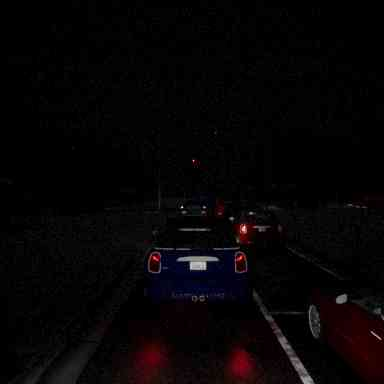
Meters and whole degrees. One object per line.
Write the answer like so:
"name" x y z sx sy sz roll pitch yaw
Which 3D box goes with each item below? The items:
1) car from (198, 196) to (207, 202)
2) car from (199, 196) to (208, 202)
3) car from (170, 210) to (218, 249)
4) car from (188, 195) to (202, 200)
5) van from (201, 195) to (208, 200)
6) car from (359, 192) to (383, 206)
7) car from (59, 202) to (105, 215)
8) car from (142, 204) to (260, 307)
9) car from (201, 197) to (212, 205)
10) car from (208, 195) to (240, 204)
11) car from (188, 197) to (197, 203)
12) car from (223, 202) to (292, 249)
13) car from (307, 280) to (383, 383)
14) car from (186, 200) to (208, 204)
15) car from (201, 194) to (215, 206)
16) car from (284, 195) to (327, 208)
"car" 2.637 1.664 83.985 1.887 1.381 4.507 -1 0 0
"car" 2.636 1.654 78.579 2.008 1.369 4.403 -1 0 0
"car" 0.096 1.602 15.465 1.895 1.301 4.718 0 0 0
"car" 0.170 1.561 48.642 1.812 1.442 4.674 0 0 0
"van" 2.631 1.382 51.547 1.690 1.788 3.998 -1 0 0
"car" 22.527 0.764 39.884 4.553 1.767 2.097 -1 1 0
"car" -12.210 1.819 36.917 4.902 1.511 2.128 -2 1 0
"car" 0.070 1.352 8.130 2.097 1.767 4.553 0 0 -1
"car" 2.635 1.644 62.359 1.802 1.307 4.206 -1 0 0
"car" 2.628 1.323 25.186 2.192 1.841 5.009 -1 0 0
"car" 0.032 1.683 72.165 1.895 1.301 4.718 0 0 0
"car" 2.629 1.441 14.381 1.967 1.590 4.097 -1 0 0
"car" 2.629 1.581 3.576 1.802 1.307 4.206 -1 0 0
"car" 0.105 1.572 25.477 1.994 1.385 4.181 0 0 -1
"car" 2.631 1.366 56.953 2.192 1.841 5.009 -1 0 0
"car" 13.575 1.132 39.883 4.892 1.490 1.837 -1 1 0
